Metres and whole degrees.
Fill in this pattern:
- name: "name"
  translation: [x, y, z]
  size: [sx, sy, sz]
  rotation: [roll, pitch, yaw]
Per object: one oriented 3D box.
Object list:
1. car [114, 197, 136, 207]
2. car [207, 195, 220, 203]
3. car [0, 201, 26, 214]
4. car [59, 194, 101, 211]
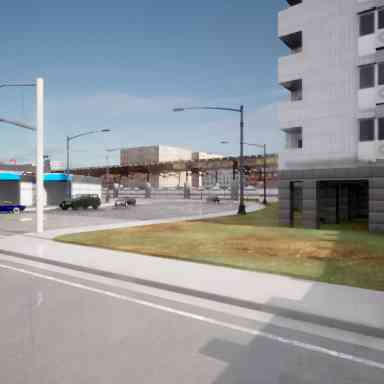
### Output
- name: "car"
  translation: [-10.295, 1.492, 51.630]
  size: [2.128, 1.511, 4.902]
  rotation: [0, 0, 14]
- name: "car"
  translation: [4.410, 1.502, 69.673]
  size: [1.837, 1.490, 4.892]
  rotation: [0, 0, -12]
- name: "car"
  translation: [-19.692, 1.601, 33.894]
  size: [1.895, 1.301, 4.718]
  rotation: [0, 0, 37]
- name: "car"
  translation: [-14.058, 1.221, 42.216]
  size: [2.150, 2.045, 5.566]
  rotation: [0, 0, 29]
